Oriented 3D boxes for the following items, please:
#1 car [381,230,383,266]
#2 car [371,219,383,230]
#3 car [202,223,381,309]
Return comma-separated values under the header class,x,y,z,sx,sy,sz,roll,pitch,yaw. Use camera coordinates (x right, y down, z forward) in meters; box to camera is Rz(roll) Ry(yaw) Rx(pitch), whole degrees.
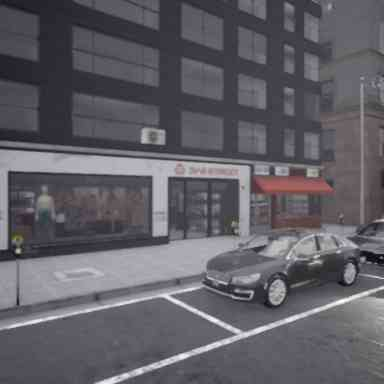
class,x,y,z,sx,sy,sz,roll,pitch,yaw
car,6.454,1.576,7.683,4.181,1.385,1.994,0,0,-36
car,6.652,1.581,10.940,4.313,1.339,1.947,0,0,-36
car,2.250,1.559,7.797,4.403,1.369,2.008,0,0,-36
